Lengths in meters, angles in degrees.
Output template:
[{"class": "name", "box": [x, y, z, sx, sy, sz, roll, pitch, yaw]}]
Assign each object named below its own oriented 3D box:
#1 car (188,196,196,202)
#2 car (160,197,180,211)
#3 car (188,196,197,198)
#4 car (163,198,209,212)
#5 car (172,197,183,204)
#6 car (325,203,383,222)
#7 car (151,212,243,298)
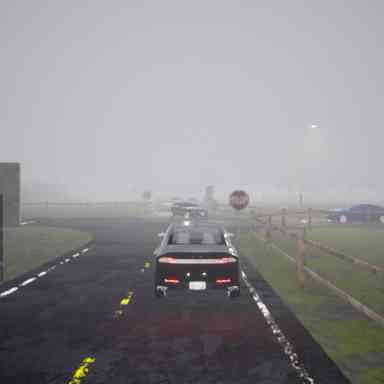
[{"class": "car", "box": [0.025, 1.643, 81.482, 1.895, 1.301, 4.718, 0, 0, 0]}, {"class": "car", "box": [-2.831, 1.627, 41.009, 1.895, 1.301, 4.718, 0, 0, 0]}, {"class": "car", "box": [0.096, 1.521, 71.342, 1.882, 1.535, 5.008, 0, 0, 0]}, {"class": "car", "box": [-0.368, 1.524, 28.259, 1.837, 1.490, 4.892, 0, 0, -30]}, {"class": "car", "box": [-2.775, 1.604, 65.331, 1.994, 1.385, 4.181, 0, 0, 0]}, {"class": "car", "box": [12.988, 1.609, 25.949, 5.008, 1.535, 1.882, 0, 0, 0]}, {"class": "car", "box": [0.103, 1.497, 8.500, 2.128, 1.511, 4.902, 0, 0, 0]}]
